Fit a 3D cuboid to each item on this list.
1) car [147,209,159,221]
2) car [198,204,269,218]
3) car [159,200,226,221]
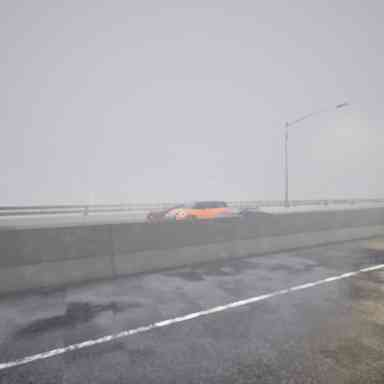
[{"bbox_3d":[-1.198,1.534,24.538,4.181,1.385,1.994,0,0,-35],"label":"car"},{"bbox_3d":[2.744,1.540,18.753,4.181,1.385,1.994,0,0,-35],"label":"car"},{"bbox_3d":[0.525,1.325,21.473,4.553,1.767,2.097,0,0,-35],"label":"car"}]
